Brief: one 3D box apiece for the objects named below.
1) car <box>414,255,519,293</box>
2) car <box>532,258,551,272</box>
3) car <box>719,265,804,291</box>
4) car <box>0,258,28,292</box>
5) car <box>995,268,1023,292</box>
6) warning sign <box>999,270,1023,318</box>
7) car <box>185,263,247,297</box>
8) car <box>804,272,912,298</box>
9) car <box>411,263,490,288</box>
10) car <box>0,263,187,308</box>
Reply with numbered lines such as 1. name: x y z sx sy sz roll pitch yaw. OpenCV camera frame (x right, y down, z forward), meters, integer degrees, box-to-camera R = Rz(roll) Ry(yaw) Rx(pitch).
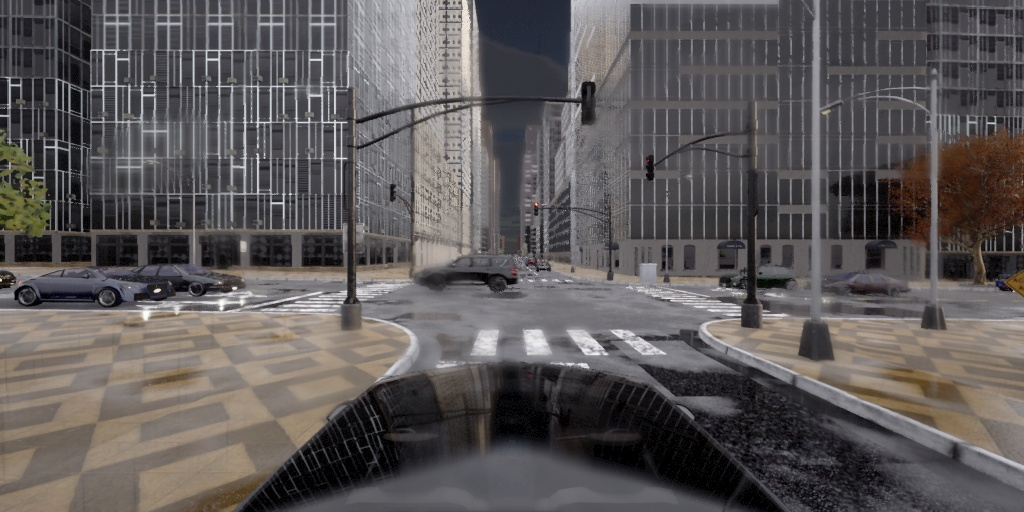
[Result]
1. car: -2.368 0.972 20.443 5.566 2.045 2.150 1 0 -3
2. car: 3.925 1.329 45.698 1.948 1.339 4.313 0 0 0
3. car: 16.762 1.428 24.585 4.553 1.767 2.097 1 0 -3
4. car: -25.321 0.815 15.929 4.892 1.490 1.837 1 0 -3
5. car: 38.187 1.681 25.569 5.566 2.045 2.150 1 0 -2
6. warning sign: 17.274 1.204 11.896 1.060 1.860 1.300 0 0 -3
7. car: -15.353 1.040 16.422 5.357 1.411 2.033 1 0 0
8. car: 20.658 1.694 21.513 5.357 1.411 2.033 1 0 -3
9. car: -3.947 1.259 23.624 4.902 1.511 2.128 0 0 -3
10. car: -15.079 1.063 13.147 4.181 1.385 1.994 1 0 -3
